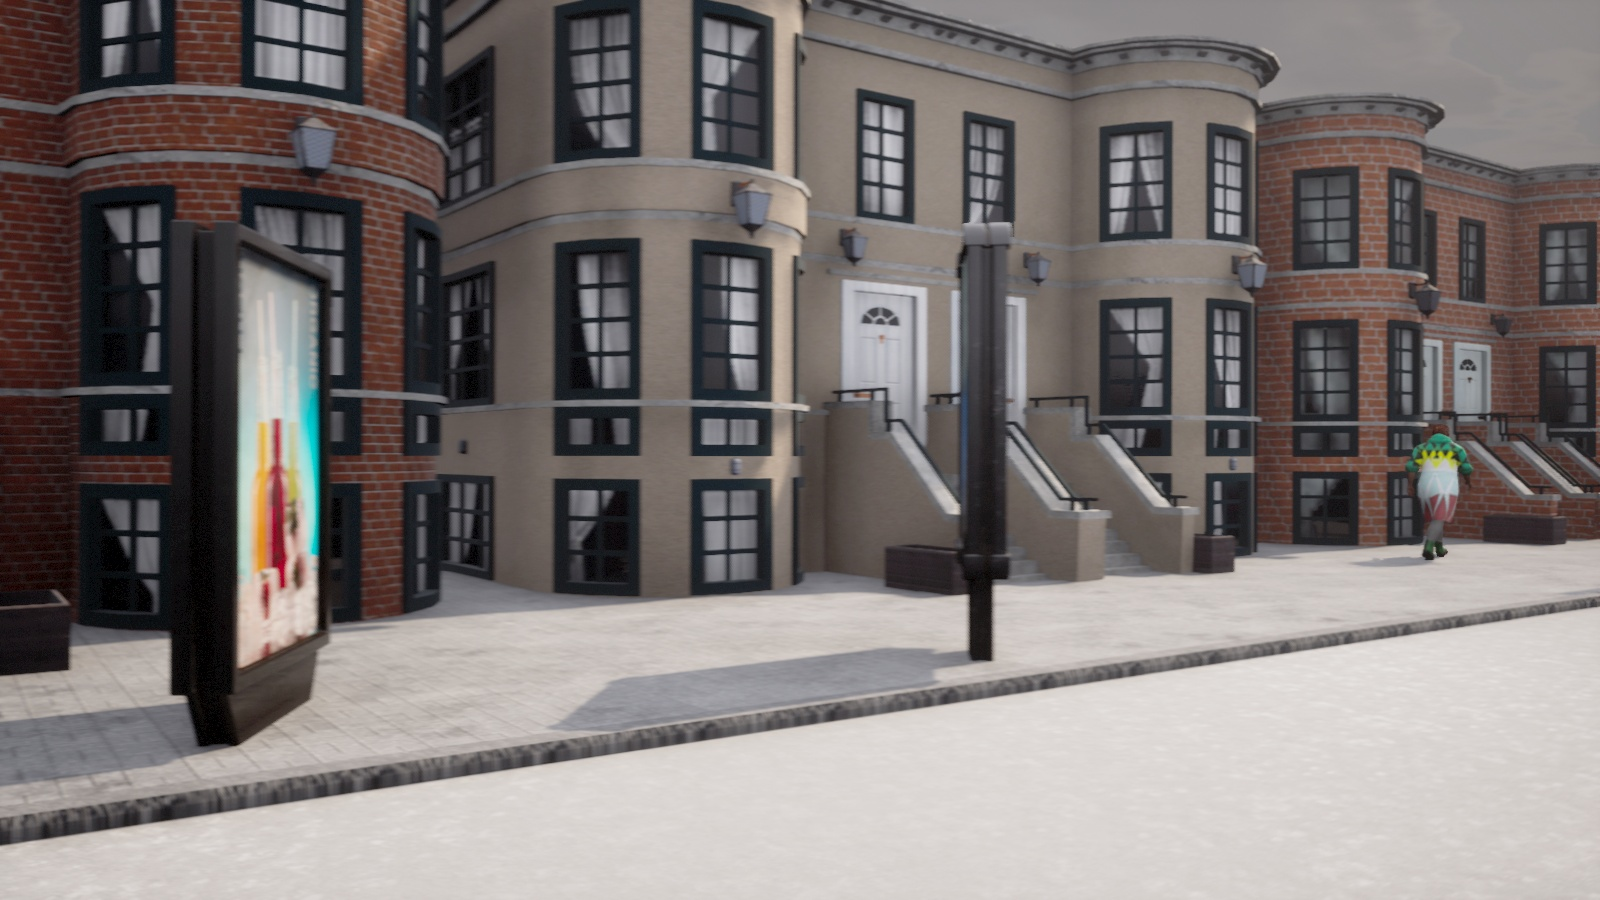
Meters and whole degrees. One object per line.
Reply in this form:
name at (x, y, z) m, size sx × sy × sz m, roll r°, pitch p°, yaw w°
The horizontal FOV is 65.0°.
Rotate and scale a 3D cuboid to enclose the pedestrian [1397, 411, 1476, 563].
pedestrian at (8.464, 0.478, 16.702) m, size 0.873 × 1.952 × 0.659 m, roll 0°, pitch 0°, yaw -42°
